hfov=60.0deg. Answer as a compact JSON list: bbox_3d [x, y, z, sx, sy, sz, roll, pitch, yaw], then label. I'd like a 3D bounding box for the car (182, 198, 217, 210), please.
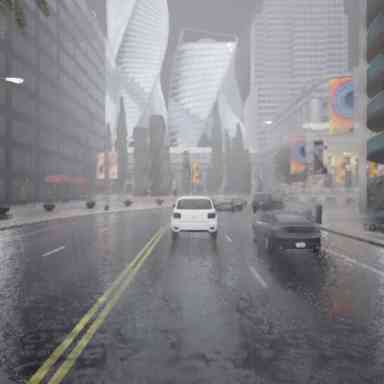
[{"bbox_3d":[1.117,1.557,44.156,2.033,1.411,5.357,0,0,35],"label":"car"}]

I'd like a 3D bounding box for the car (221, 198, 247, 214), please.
[{"bbox_3d":[4.165,1.500,35.170,2.128,1.511,4.902,0,0,25],"label":"car"}]

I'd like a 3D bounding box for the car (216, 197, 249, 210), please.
[{"bbox_3d":[5.418,1.503,43.956,2.128,1.511,4.902,0,0,39],"label":"car"}]

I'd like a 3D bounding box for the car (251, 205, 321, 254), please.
[{"bbox_3d":[3.611,1.508,13.455,1.837,1.490,4.892,0,0,0],"label":"car"}]

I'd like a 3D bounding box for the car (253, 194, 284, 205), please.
[{"bbox_3d":[8.224,1.230,35.636,2.150,2.045,5.566,0,0,29],"label":"car"}]

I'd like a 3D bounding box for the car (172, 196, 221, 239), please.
[{"bbox_3d":[0.160,1.225,17.459,2.150,2.045,5.566,0,0,1],"label":"car"}]
